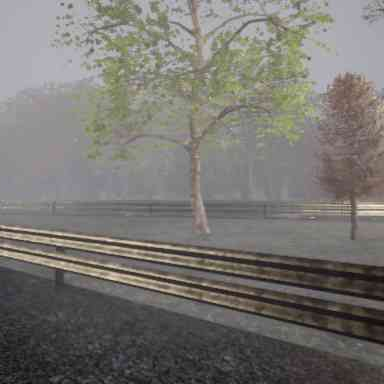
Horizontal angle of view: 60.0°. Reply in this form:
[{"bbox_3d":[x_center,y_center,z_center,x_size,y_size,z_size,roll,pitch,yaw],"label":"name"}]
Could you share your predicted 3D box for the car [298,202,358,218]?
[{"bbox_3d":[12.749,1.622,31.423,5.357,1.411,2.033,0,0,12],"label":"car"}]
